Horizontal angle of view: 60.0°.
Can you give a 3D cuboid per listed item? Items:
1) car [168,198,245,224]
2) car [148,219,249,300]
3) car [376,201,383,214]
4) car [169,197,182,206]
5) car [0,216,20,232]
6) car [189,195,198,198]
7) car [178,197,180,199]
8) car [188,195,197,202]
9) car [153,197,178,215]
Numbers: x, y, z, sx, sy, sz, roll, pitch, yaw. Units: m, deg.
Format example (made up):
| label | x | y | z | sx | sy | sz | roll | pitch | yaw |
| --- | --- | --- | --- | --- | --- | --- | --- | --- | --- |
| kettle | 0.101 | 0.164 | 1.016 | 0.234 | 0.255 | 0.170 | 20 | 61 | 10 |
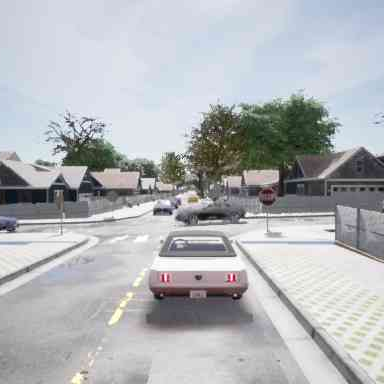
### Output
| label | x | y | z | sx | sy | sz | roll | pitch | yaw |
| --- | --- | --- | --- | --- | --- | --- | --- | --- | --- |
| car | 1.198 | 1.392 | 22.504 | 4.902 | 1.511 | 2.128 | -1 | -1 | -17 |
| car | 0.120 | 1.595 | 8.356 | 1.895 | 1.301 | 4.718 | 0 | 0 | 0 |
| car | 15.203 | 0.851 | 23.380 | 4.553 | 1.767 | 2.097 | -2 | 0 | 0 |
| car | -2.738 | 1.504 | 55.160 | 1.895 | 1.301 | 4.718 | 0 | 0 | 0 |
| car | -13.004 | 1.817 | 20.207 | 4.674 | 1.442 | 1.812 | -2 | 0 | 2 |
| car | 0.222 | 1.363 | 66.177 | 1.882 | 1.535 | 5.008 | 0 | 0 | 0 |
| car | -2.764 | 1.450 | 43.631 | 1.812 | 1.442 | 4.674 | 0 | 0 | 0 |
| car | 0.144 | 1.397 | 76.136 | 2.128 | 1.511 | 4.902 | 0 | 0 | 0 |
| car | -2.787 | 1.493 | 33.605 | 2.033 | 1.411 | 5.357 | 0 | 0 | 0 |
